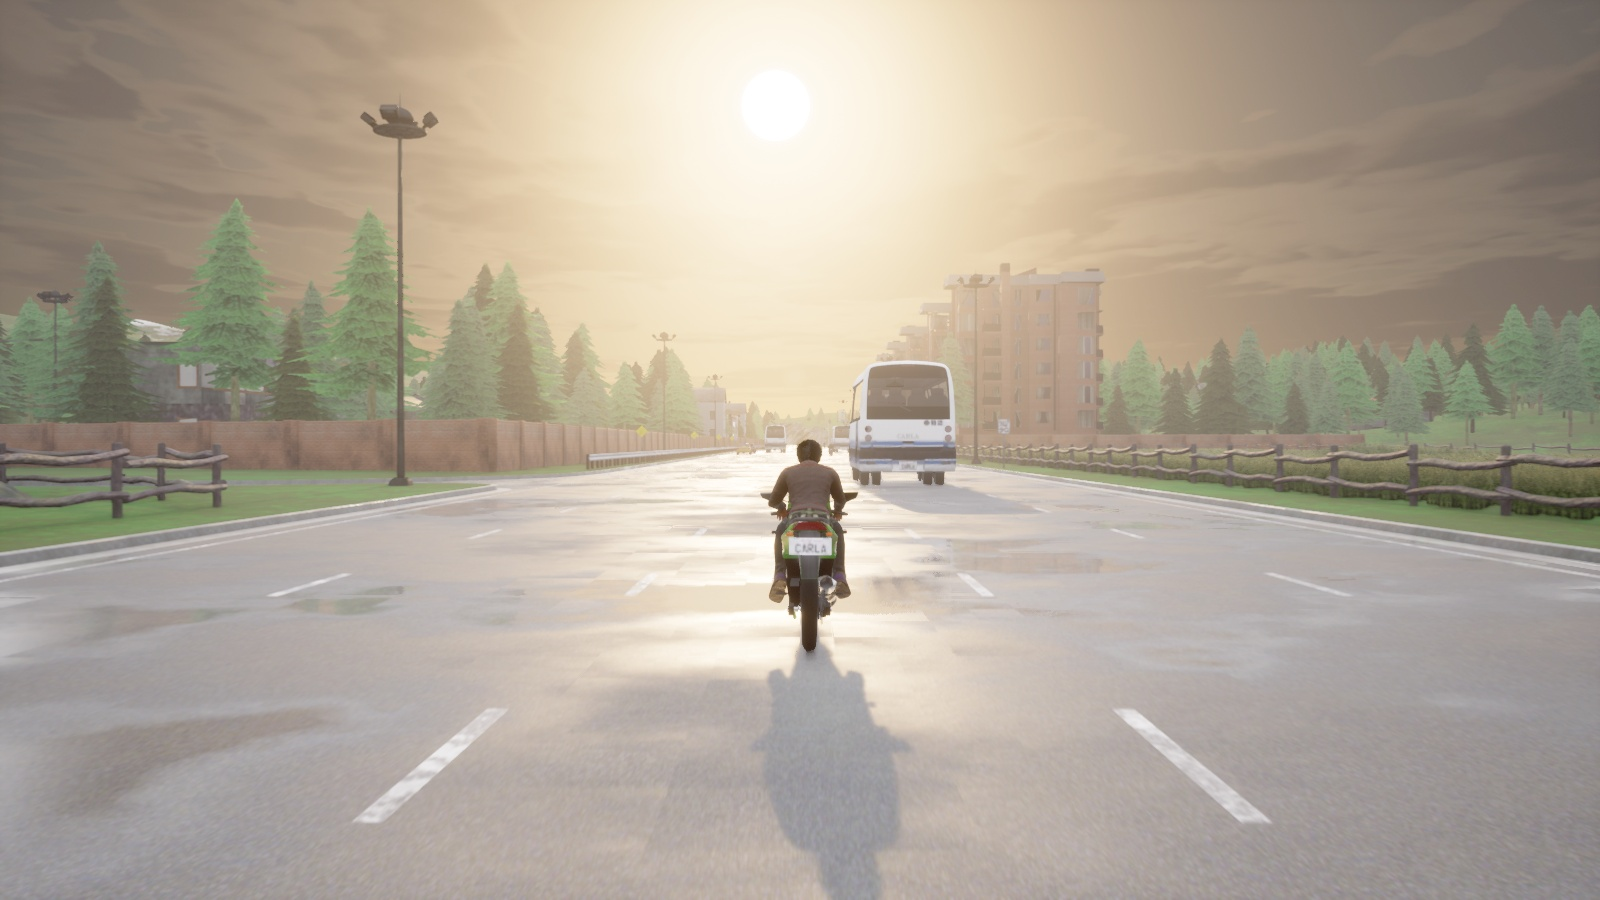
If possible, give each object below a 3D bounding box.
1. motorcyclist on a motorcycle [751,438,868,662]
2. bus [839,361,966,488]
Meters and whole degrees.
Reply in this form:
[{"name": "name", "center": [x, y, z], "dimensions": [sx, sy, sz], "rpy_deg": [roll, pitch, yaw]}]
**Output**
[{"name": "motorcyclist on a motorcycle", "center": [0.069, 0.675, 9.557], "dimensions": [0.797, 1.523, 2.044], "rpy_deg": [0, 0, 0]}, {"name": "bus", "center": [3.609, -0.893, 47.278], "dimensions": [3.944, 4.253, 10.273], "rpy_deg": [0, 0, 0]}]
